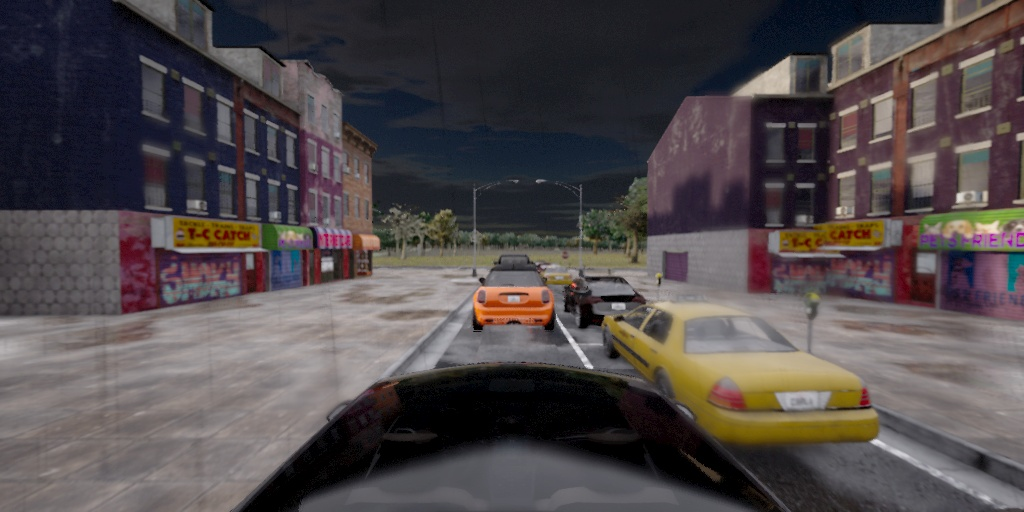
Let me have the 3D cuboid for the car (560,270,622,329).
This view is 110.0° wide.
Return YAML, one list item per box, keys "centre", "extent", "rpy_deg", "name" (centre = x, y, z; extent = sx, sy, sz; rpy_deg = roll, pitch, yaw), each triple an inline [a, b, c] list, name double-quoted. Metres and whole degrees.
- centre: [2.636, 1.257, 10.905]
  extent: [1.948, 1.339, 4.313]
  rpy_deg: [0, 0, 0]
  name: "car"

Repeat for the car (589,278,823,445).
- centre: [2.636, 1.252, 5.543]
  extent: [1.751, 1.417, 4.829]
  rpy_deg: [0, 0, 0]
  name: "car"

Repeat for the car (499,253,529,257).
- centre: [0.098, 0.853, 20.711]
  extent: [2.150, 2.045, 5.566]
  rpy_deg: [0, 1, 0]
  name: "car"

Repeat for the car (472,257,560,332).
- centre: [0.030, 1.044, 10.832]
  extent: [2.097, 1.767, 4.553]
  rpy_deg: [0, 0, 0]
  name: "car"

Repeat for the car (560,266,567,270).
- centre: [2.637, 1.147, 22.140]
  extent: [1.751, 1.417, 4.829]
  rpy_deg: [0, 0, 0]
  name: "car"
